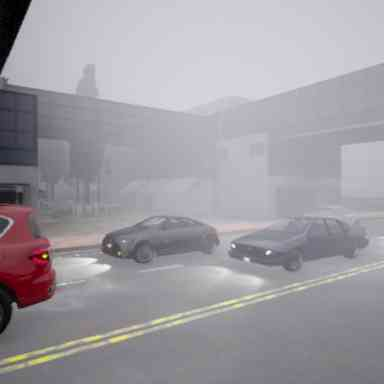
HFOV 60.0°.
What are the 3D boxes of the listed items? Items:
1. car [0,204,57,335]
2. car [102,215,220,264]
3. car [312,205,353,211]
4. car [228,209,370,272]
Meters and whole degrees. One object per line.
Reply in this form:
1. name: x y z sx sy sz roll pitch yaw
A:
1. car: -4.935 1.229 4.759 5.566 2.045 2.150 0 0 -35
2. car: -1.023 1.539 11.852 4.181 1.385 1.994 0 0 -35
3. car: 7.272 1.458 17.759 4.674 1.442 1.812 0 0 -35
4. car: 3.714 1.509 10.922 5.357 1.411 2.033 0 0 -35
